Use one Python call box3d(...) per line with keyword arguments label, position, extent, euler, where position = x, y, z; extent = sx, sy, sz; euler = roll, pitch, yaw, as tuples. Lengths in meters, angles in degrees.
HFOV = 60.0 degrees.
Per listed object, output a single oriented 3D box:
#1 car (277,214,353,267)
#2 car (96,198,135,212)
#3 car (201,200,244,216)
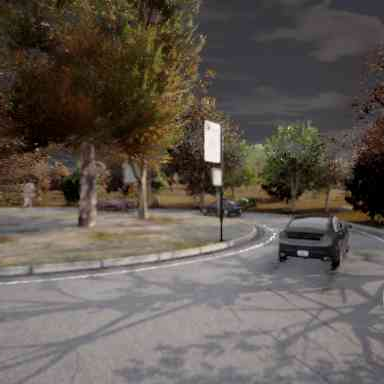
box3d(label="car", position=(4.398, 1.534, 11.750), extent=(1.837, 1.490, 4.892), euler=(0, 0, 29))
box3d(label="car", position=(-8.877, 1.434, 37.766), extent=(4.674, 1.442, 1.812), euler=(1, 0, 2))
box3d(label="car", position=(2.894, 1.530, 32.572), extent=(1.837, 1.490, 4.892), euler=(0, 0, -41))
